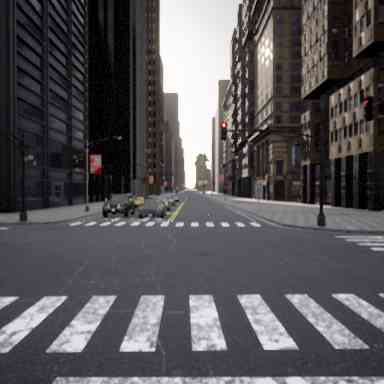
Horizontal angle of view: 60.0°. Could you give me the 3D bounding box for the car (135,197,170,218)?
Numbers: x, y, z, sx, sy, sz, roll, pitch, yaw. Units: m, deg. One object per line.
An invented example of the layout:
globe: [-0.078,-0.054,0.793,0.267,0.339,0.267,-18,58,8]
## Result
car: [-3.393,1.307,29.203,2.097,1.767,4.553,0,0,0]

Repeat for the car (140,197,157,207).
car: [-6.672,1.466,51.619,1.994,1.385,4.181,0,0,0]

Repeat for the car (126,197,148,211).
car: [-6.654,1.406,40.812,1.882,1.535,5.008,0,0,0]

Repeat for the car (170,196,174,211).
car: [-3.409,1.460,38.184,1.812,1.442,4.674,0,0,0]

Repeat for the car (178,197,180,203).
car: [-3.362,1.448,64.987,2.033,1.411,5.357,0,0,0]

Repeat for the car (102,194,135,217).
car: [-6.647,1.173,30.807,2.150,2.045,5.566,0,0,0]

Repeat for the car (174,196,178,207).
car: [-3.428,1.473,48.928,1.994,1.385,4.181,0,0,-1]
